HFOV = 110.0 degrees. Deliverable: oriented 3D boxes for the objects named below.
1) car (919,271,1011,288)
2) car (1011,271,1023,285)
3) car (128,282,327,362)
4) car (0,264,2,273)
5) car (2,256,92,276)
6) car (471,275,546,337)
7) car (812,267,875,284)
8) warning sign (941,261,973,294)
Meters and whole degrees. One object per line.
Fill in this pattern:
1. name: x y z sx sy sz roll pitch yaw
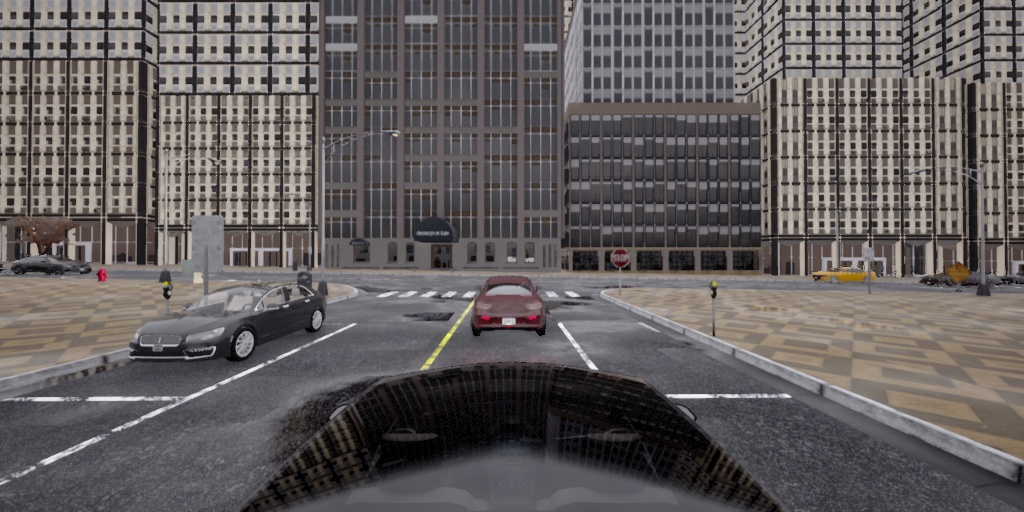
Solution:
1. car: 38.247 1.963 30.595 5.357 1.411 2.033 1 -1 0
2. car: 49.042 2.165 33.756 4.892 1.490 1.837 1 -1 0
3. car: -5.891 1.300 8.115 2.007 1.370 4.403 0 0 -1
4. car: -37.328 0.725 23.962 4.718 1.301 1.895 1 -1 0
5. car: -34.904 0.722 27.200 4.674 1.442 1.812 1 -1 0
6. car: -0.095 1.275 10.218 1.812 1.442 4.674 0 0 -1
7. car: 31.221 1.812 33.862 5.008 1.535 1.882 1 -1 0
8. warning sign: 26.372 1.243 21.164 1.060 1.860 1.300 0 0 0
